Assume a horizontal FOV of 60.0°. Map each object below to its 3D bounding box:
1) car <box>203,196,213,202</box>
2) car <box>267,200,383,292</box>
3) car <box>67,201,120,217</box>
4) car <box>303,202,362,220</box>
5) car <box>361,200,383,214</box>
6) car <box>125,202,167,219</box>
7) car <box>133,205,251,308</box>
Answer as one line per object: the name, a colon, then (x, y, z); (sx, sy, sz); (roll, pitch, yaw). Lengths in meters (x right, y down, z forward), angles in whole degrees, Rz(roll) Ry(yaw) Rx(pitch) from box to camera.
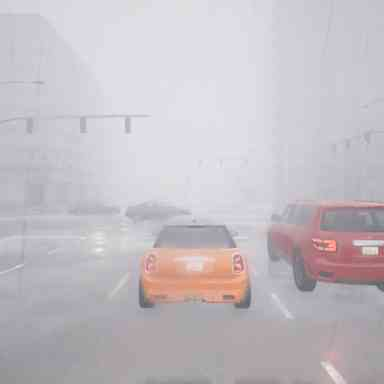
car: (3.617, 1.524, 74.412); (1.812, 1.442, 4.674); (0, 0, 0)
car: (3.548, 1.221, 9.082); (2.150, 2.045, 5.566); (0, 0, 2)
car: (-8.964, 1.526, 30.535); (4.674, 1.442, 1.812); (0, 0, -22)
car: (11.798, 1.564, 28.133); (4.181, 1.385, 1.994); (0, 0, 1)
car: (20.510, 1.564, 35.231); (4.181, 1.385, 1.994); (0, 0, 1)
car: (-2.494, 1.491, 24.799); (4.902, 1.511, 2.128); (0, 0, 1)
car: (0.070, 1.352, 8.060); (2.097, 1.767, 4.553); (0, 0, 1)
